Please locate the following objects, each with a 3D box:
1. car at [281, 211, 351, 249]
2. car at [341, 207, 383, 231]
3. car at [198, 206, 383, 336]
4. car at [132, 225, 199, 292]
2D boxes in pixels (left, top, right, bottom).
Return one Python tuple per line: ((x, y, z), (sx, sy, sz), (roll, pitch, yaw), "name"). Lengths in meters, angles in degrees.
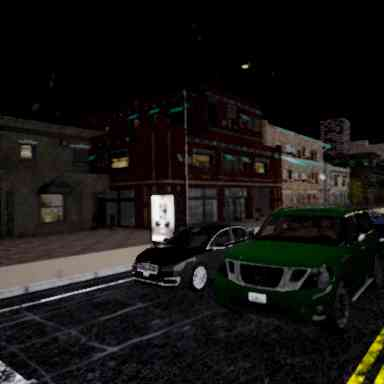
((6.471, 1.807, 17.034), (1.837, 1.490, 4.892), (-2, -2, 40), "car")
((13.114, 1.935, 24.996), (2.033, 1.411, 5.357), (-2, -2, 40), "car")
((2.737, 1.361, 7.504), (2.150, 2.045, 5.566), (-2, -2, 38), "car")
((0.454, 1.729, 9.811), (1.837, 1.490, 4.892), (-2, -2, 40), "car")
